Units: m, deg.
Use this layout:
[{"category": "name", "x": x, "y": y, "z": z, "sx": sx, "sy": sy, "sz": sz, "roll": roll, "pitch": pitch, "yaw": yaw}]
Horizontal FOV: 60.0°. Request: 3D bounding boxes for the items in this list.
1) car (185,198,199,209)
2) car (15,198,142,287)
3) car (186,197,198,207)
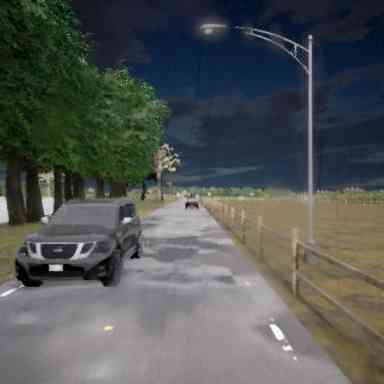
[{"category": "car", "x": -0.002, "y": 1.633, "z": 46.946, "sx": 1.882, "sy": 1.535, "sz": 5.008, "roll": 0, "pitch": 0, "yaw": 0}, {"category": "car", "x": -2.829, "y": 1.236, "z": 9.718, "sx": 2.150, "sy": 2.045, "sz": 5.566, "roll": 0, "pitch": 0, "yaw": 0}, {"category": "car", "x": -0.002, "y": 1.694, "z": 57.446, "sx": 1.882, "sy": 1.535, "sz": 5.008, "roll": 0, "pitch": 0, "yaw": 0}]
